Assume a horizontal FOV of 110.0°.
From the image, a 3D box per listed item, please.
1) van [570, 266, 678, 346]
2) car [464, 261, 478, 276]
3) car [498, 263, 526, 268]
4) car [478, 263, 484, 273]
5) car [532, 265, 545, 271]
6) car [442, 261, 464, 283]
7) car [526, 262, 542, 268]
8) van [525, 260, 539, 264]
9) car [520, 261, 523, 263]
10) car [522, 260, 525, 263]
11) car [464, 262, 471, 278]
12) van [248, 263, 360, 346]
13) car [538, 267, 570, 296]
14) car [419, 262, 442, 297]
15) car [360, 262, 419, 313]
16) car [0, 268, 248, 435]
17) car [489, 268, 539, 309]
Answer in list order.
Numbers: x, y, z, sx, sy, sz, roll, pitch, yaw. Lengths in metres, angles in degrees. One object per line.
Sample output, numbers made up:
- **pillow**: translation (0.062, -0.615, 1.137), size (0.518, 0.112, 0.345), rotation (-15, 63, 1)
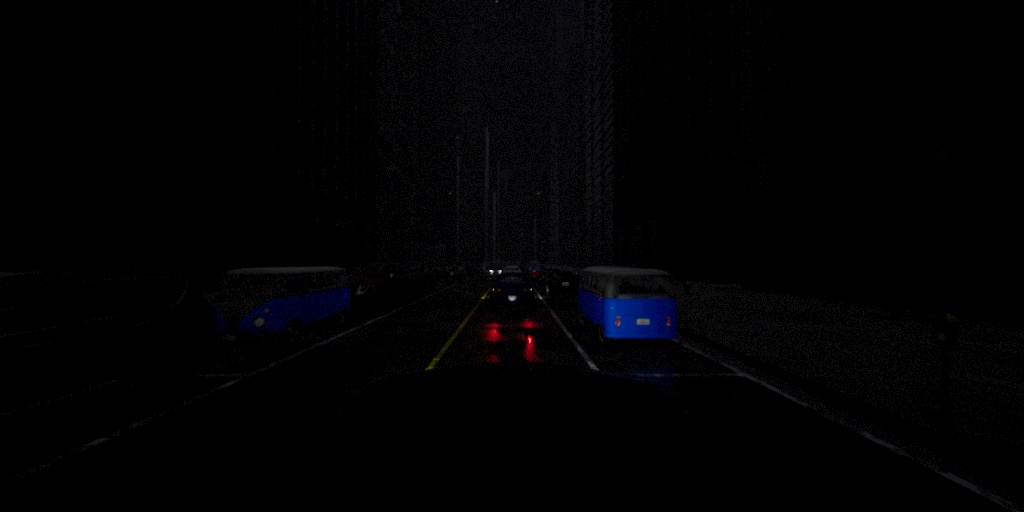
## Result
- **van**: translation (2.763, 1.167, 9.395), size (1.690, 1.789, 3.998), rotation (0, 0, 0)
- **car**: translation (-5.758, 1.488, 43.034), size (2.192, 1.841, 5.009), rotation (0, 0, 0)
- **car**: translation (0.029, 1.570, 30.760), size (1.812, 1.442, 4.674), rotation (0, 0, 1)
- **car**: translation (-5.756, 1.858, 54.252), size (1.948, 1.339, 4.313), rotation (0, 0, 0)
- **car**: translation (2.765, 1.563, 26.221), size (1.948, 1.339, 4.313), rotation (0, 0, 0)
- **car**: translation (-5.759, 1.496, 31.816), size (1.967, 1.591, 4.097), rotation (0, 0, 0)
- **car**: translation (2.767, 1.659, 37.439), size (1.888, 1.381, 4.507), rotation (0, 0, 0)
- **van**: translation (2.767, 1.514, 43.048), size (1.690, 1.789, 3.998), rotation (0, 0, 0)
- **car**: translation (2.769, 1.918, 59.873), size (1.948, 1.339, 4.313), rotation (0, 0, 0)
- **car**: translation (2.768, 1.672, 48.656), size (1.967, 1.591, 4.097), rotation (0, 0, 0)
- **car**: translation (-5.758, 1.665, 37.425), size (2.007, 1.370, 4.403), rotation (0, 0, 0)
- **van**: translation (-5.762, 1.167, 9.378), size (1.690, 1.789, 3.998), rotation (0, 0, 0)
- **car**: translation (2.765, 1.506, 20.612), size (1.948, 1.339, 4.313), rotation (0, 0, 0)
- **car**: translation (-5.760, 1.255, 20.597), size (2.192, 1.841, 5.009), rotation (0, 0, 0)
- **car**: translation (-5.761, 1.198, 14.988), size (2.192, 1.841, 5.009), rotation (0, 0, 0)
- **car**: translation (-5.762, 1.085, 3.770), size (2.192, 1.841, 5.009), rotation (0, 0, 0)
- **car**: translation (0.027, 1.416, 15.757), size (1.812, 1.442, 4.674), rotation (0, 0, 1)
